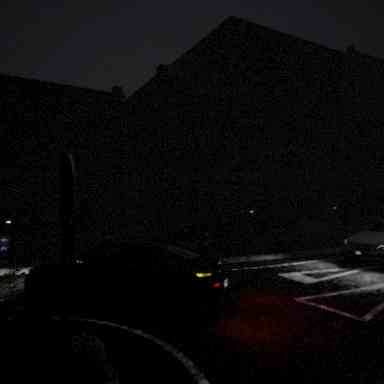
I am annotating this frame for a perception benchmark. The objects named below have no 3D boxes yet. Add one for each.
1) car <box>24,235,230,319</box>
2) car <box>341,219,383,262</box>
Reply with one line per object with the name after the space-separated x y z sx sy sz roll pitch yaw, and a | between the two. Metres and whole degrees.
-1.491 1.722 7.535 4.674 1.442 1.812 -1 -2 18 | car
7.397 1.646 11.753 4.674 1.442 1.812 -1 -1 -27 | car
